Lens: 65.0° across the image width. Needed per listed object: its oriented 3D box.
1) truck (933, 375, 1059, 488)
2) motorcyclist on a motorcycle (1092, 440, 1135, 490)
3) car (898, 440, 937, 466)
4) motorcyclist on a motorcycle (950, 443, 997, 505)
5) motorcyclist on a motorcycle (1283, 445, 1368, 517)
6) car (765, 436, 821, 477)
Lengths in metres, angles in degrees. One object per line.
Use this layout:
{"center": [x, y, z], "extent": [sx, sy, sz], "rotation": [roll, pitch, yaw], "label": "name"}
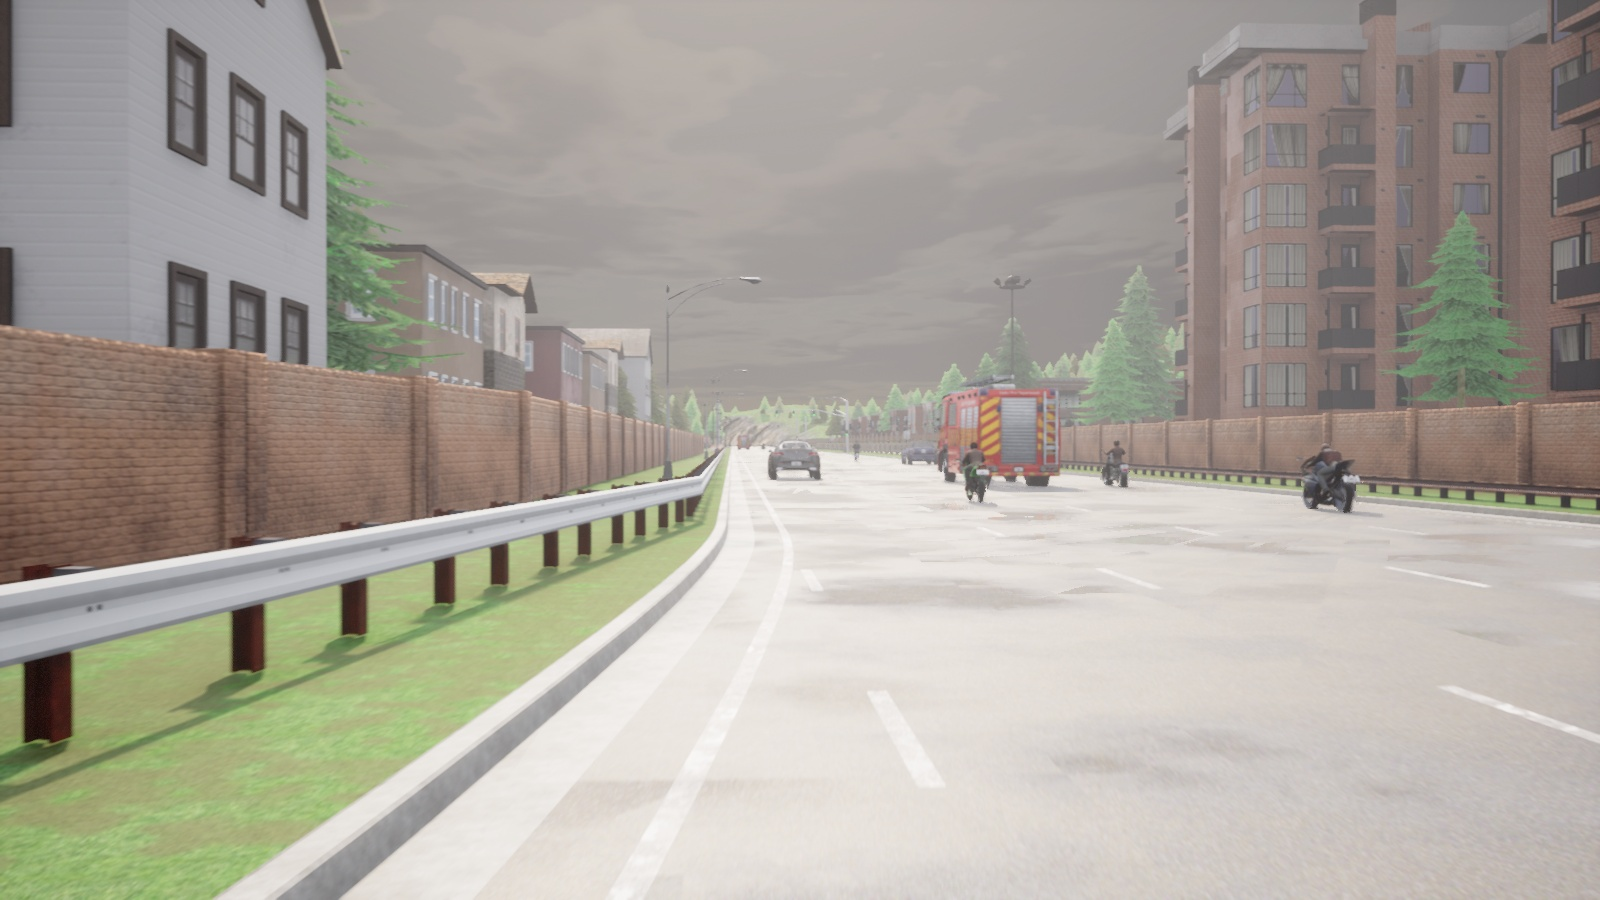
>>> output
{"center": [7.062, -0.640, 46.607], "extent": [2.891, 3.827, 8.468], "rotation": [0, 0, -3], "label": "truck"}
{"center": [10.753, 0.497, 43.203], "extent": [0.766, 1.649, 2.350], "rotation": [0, 0, -3], "label": "motorcyclist on a motorcycle"}
{"center": [8.265, 0.176, 88.426], "extent": [2.097, 1.767, 4.553], "rotation": [0, 0, -3], "label": "car"}
{"center": [4.371, 0.576, 31.771], "extent": [0.797, 1.523, 2.044], "rotation": [0, 0, -3], "label": "motorcyclist on a motorcycle"}
{"center": [11.600, 0.660, 27.796], "extent": [0.866, 1.530, 2.191], "rotation": [0, 0, -3], "label": "motorcyclist on a motorcycle"}
{"center": [-0.355, 0.255, 53.968], "extent": [2.152, 1.651, 5.027], "rotation": [0, 0, -3], "label": "car"}
